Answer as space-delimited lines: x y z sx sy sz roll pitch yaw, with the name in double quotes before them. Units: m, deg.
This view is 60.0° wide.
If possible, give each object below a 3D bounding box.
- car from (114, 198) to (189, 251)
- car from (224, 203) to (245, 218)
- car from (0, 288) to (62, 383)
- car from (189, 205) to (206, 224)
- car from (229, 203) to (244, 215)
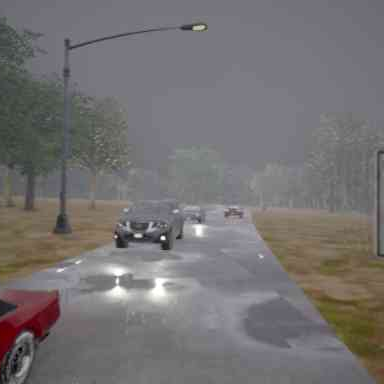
"car" -1.690 1.310 15.079 2.150 2.045 5.566 1 -1 6
"car" 4.670 2.119 37.182 1.812 1.442 4.674 1 -1 10
"car" -2.960 1.554 2.546 1.895 1.301 4.718 1 0 5
"car" 0.094 1.845 28.278 1.812 1.442 4.674 1 -1 9
"car" 6.315 2.371 46.883 1.837 1.490 4.892 1 -1 10
